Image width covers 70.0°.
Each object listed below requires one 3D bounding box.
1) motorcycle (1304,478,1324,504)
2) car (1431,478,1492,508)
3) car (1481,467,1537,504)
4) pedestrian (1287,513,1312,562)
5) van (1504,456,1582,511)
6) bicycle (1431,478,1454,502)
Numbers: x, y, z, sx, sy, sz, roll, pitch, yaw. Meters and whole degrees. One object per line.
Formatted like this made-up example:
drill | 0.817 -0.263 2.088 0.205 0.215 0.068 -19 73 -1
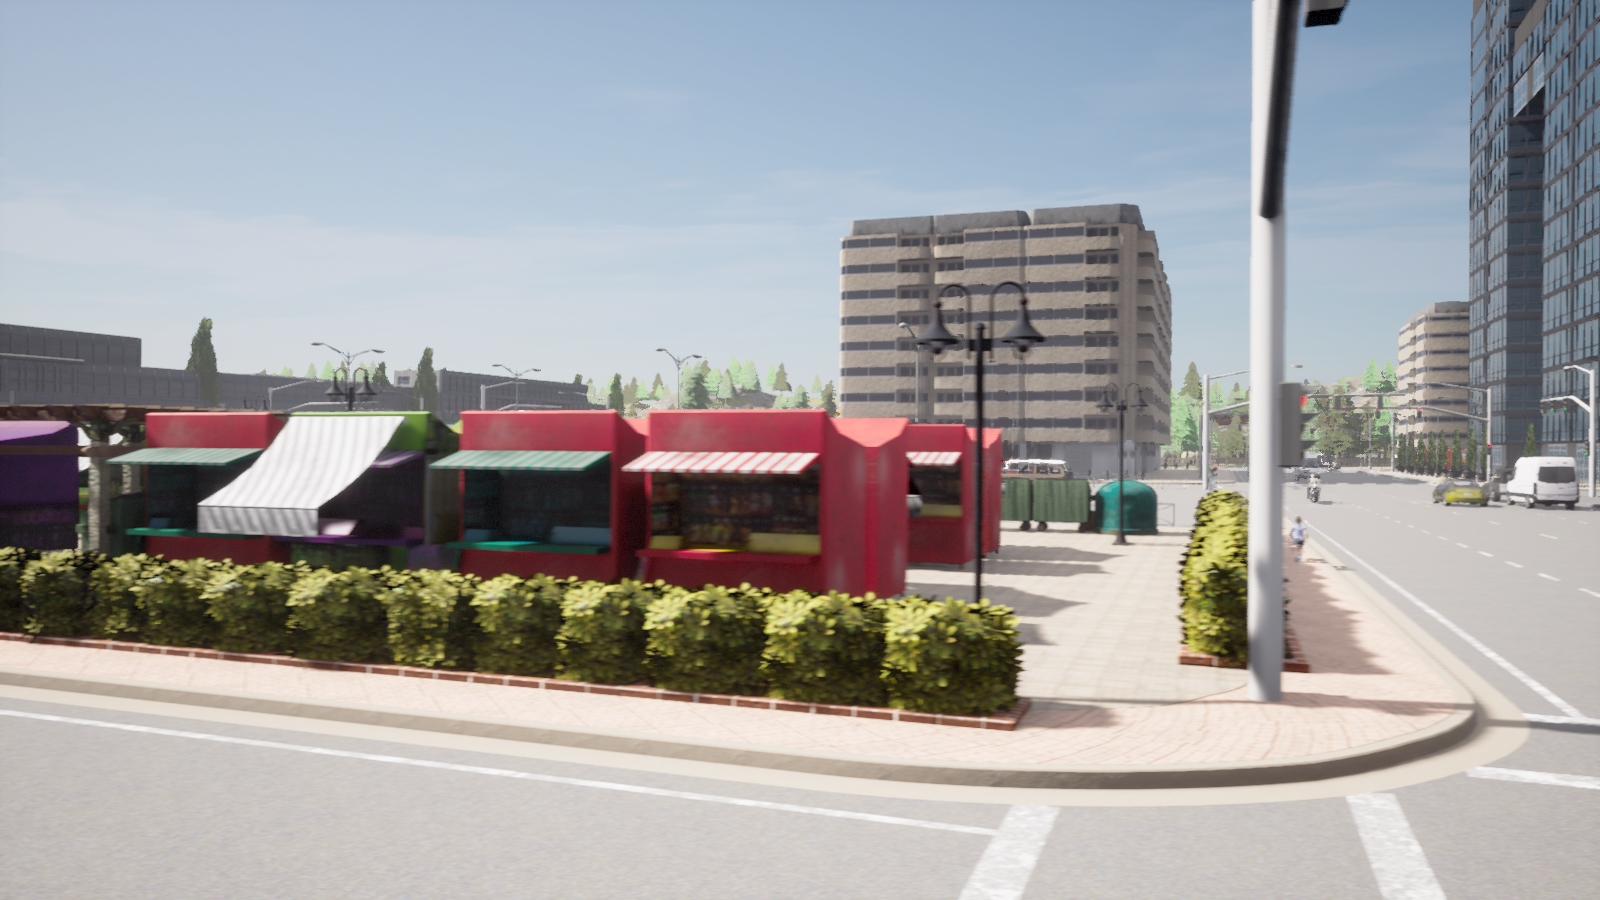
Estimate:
motorcycle | 27.396 2.175 60.889 0.764 1.307 2.356 0 0 19
car | 34.267 2.188 59.318 1.994 1.385 4.181 0 0 20
car | 39.672 1.955 64.010 1.905 1.878 3.866 0 0 19
pedestrian | 11.743 2.048 26.871 0.500 1.100 0.500 0 0 20
van | 37.433 1.627 57.736 1.988 2.561 5.915 0 0 20
bicycle | 35.871 2.230 63.799 0.859 1.276 1.487 0 0 19
